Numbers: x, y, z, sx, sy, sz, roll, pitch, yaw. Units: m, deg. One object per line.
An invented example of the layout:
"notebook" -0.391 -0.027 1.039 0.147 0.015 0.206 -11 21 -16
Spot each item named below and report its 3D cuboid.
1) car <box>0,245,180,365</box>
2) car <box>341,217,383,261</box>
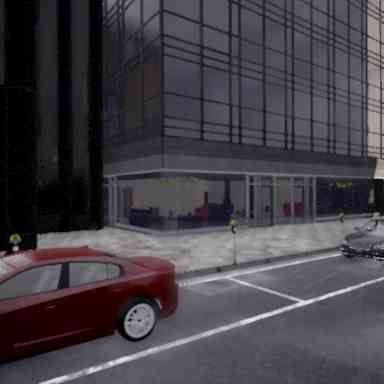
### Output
"car" -2.310 1.545 4.890 4.507 1.381 1.887 0 0 -35
"car" 6.887 1.549 11.451 4.403 1.369 2.008 0 0 -35
